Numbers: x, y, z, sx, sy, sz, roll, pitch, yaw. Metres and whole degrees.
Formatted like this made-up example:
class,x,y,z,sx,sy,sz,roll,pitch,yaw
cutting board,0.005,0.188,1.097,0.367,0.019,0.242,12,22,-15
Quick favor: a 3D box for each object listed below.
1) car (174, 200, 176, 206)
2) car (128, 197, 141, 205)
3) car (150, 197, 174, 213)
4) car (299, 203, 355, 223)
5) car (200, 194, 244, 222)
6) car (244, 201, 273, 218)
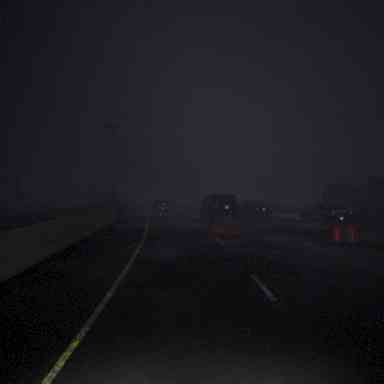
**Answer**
class,x,y,z,sx,sy,sz,roll,pitch,yaw
car,-3.857,1.566,53.703,1.812,1.442,4.674,0,0,-17
car,-11.305,1.666,64.992,1.812,1.442,4.674,0,0,-21
car,-3.748,1.545,38.785,1.837,1.490,4.892,0,-1,-13
car,9.650,1.463,24.336,1.895,1.301,4.718,-1,0,-8
car,2.082,1.187,26.568,2.150,2.045,5.566,0,0,-9
car,5.410,1.466,29.738,2.033,1.411,5.357,-1,0,-11
